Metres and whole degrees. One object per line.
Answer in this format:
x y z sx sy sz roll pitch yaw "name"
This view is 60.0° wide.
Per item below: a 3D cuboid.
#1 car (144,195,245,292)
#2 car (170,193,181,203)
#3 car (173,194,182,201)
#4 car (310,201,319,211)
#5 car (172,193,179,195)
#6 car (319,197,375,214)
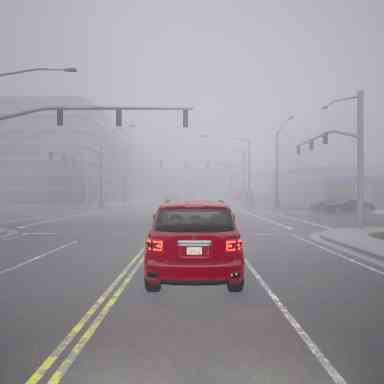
0.057 1.221 9.054 2.150 2.045 5.566 0 0 0 "car"
-3.623 1.225 73.716 2.150 2.045 5.566 0 0 0 "car"
-3.640 1.355 83.682 2.097 1.767 4.553 0 0 0 "car"
16.094 1.352 38.598 4.553 1.767 2.097 0 0 0 "car"
-3.672 1.352 54.838 2.097 1.767 4.553 0 0 0 "car"
16.553 1.478 35.091 5.008 1.535 1.882 0 0 0 "car"
